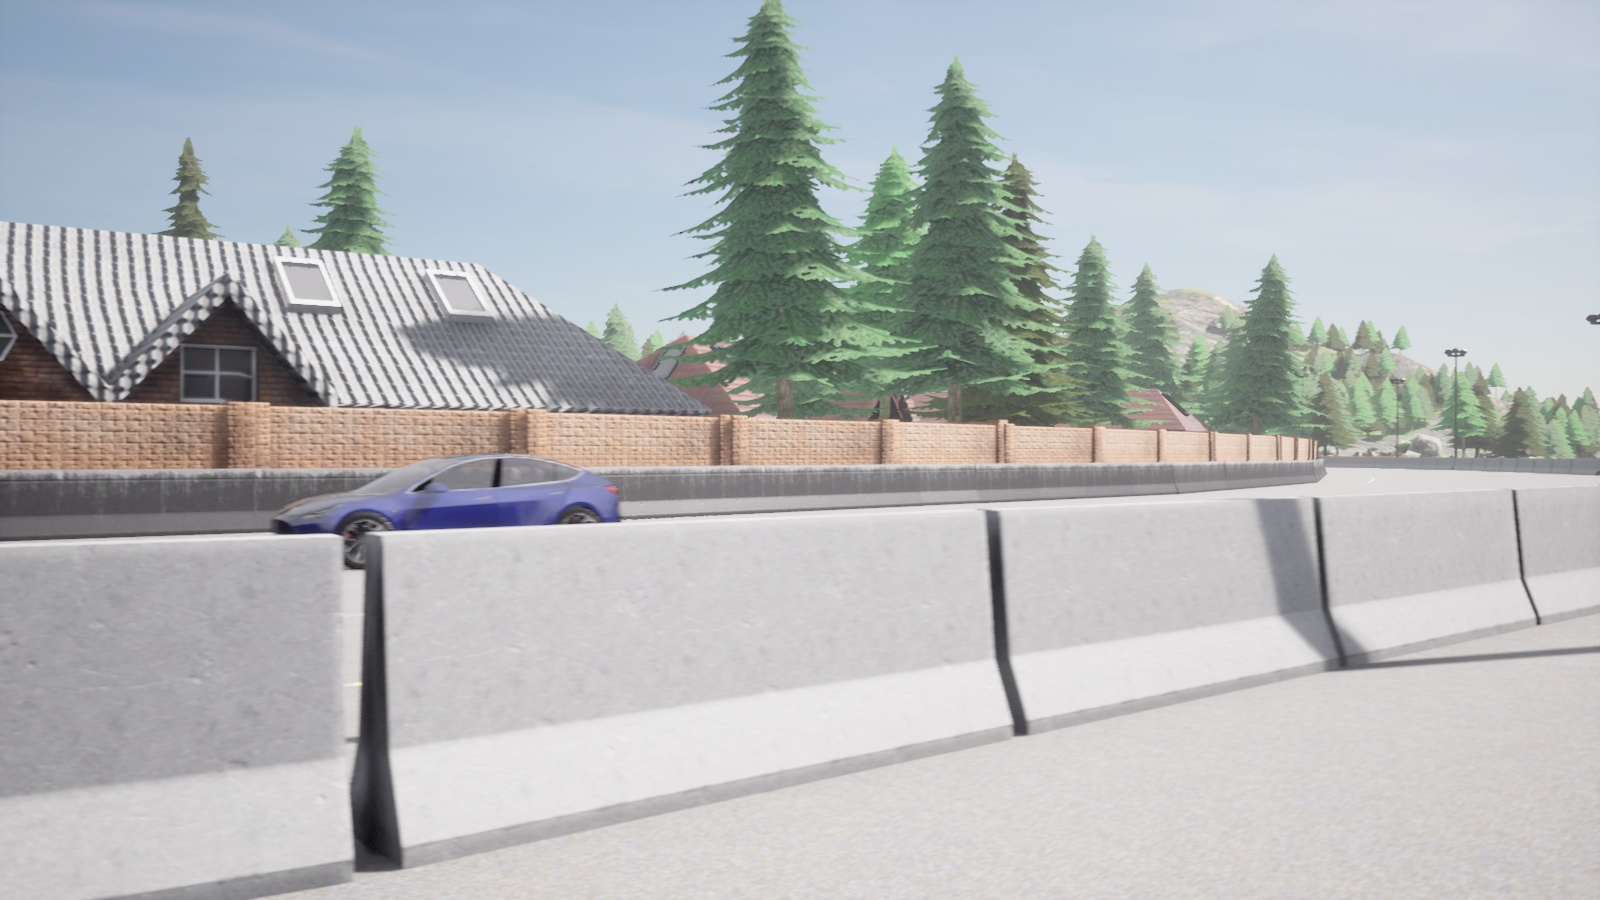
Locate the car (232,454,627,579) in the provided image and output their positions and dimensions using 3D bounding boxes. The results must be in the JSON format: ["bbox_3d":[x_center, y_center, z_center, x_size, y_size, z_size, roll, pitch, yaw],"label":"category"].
[{"bbox_3d":[-5.038,0.804,17.393,4.792,1.488,2.163,0,0,-38],"label":"car"}]
